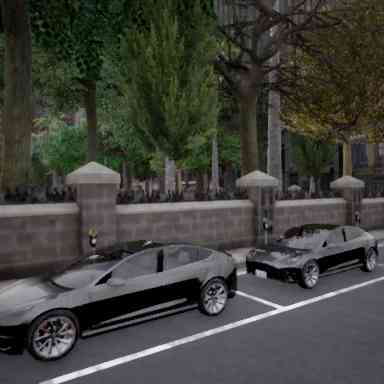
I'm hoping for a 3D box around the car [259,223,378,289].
[{"bbox_3d":[3.397,1.559,9.086,4.313,1.339,1.947,0,-1,-35],"label":"car"}]

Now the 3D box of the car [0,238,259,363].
[{"bbox_3d":[-1.100,1.562,5.877,4.313,1.339,1.947,0,-1,-35],"label":"car"}]
